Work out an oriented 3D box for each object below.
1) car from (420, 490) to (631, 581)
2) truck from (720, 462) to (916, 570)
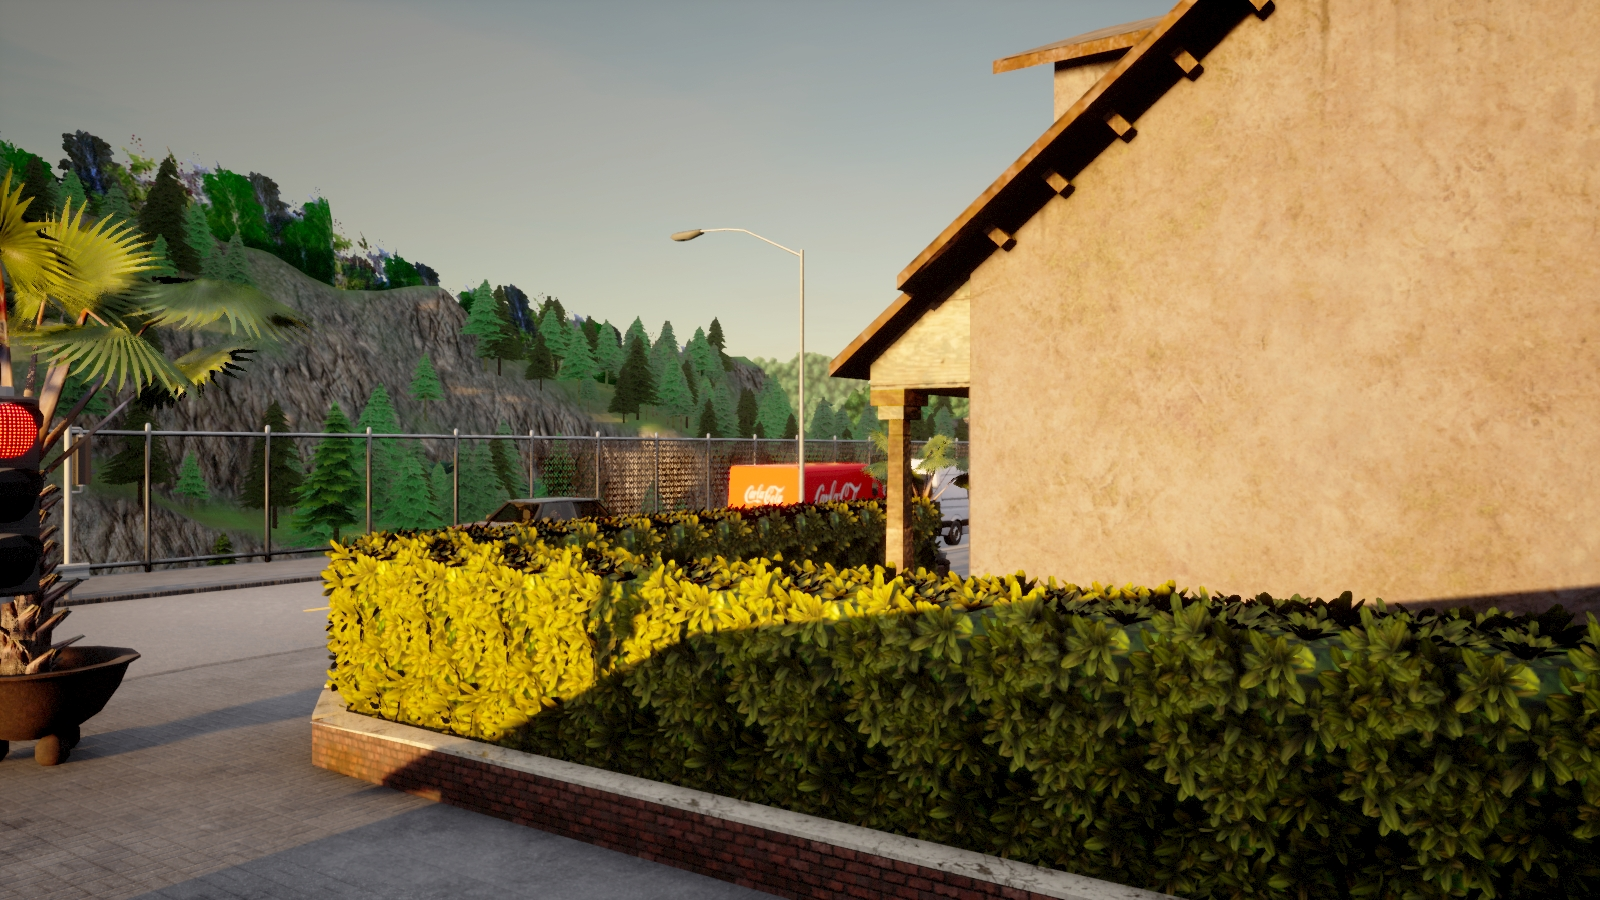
[{"bbox_3d":[-6.312,1.906,26.765,2.097,1.767,4.553,0,0,35],"label":"car"},{"bbox_3d":[0.584,1.568,29.600,2.627,2.467,5.204,0,0,35],"label":"truck"}]
